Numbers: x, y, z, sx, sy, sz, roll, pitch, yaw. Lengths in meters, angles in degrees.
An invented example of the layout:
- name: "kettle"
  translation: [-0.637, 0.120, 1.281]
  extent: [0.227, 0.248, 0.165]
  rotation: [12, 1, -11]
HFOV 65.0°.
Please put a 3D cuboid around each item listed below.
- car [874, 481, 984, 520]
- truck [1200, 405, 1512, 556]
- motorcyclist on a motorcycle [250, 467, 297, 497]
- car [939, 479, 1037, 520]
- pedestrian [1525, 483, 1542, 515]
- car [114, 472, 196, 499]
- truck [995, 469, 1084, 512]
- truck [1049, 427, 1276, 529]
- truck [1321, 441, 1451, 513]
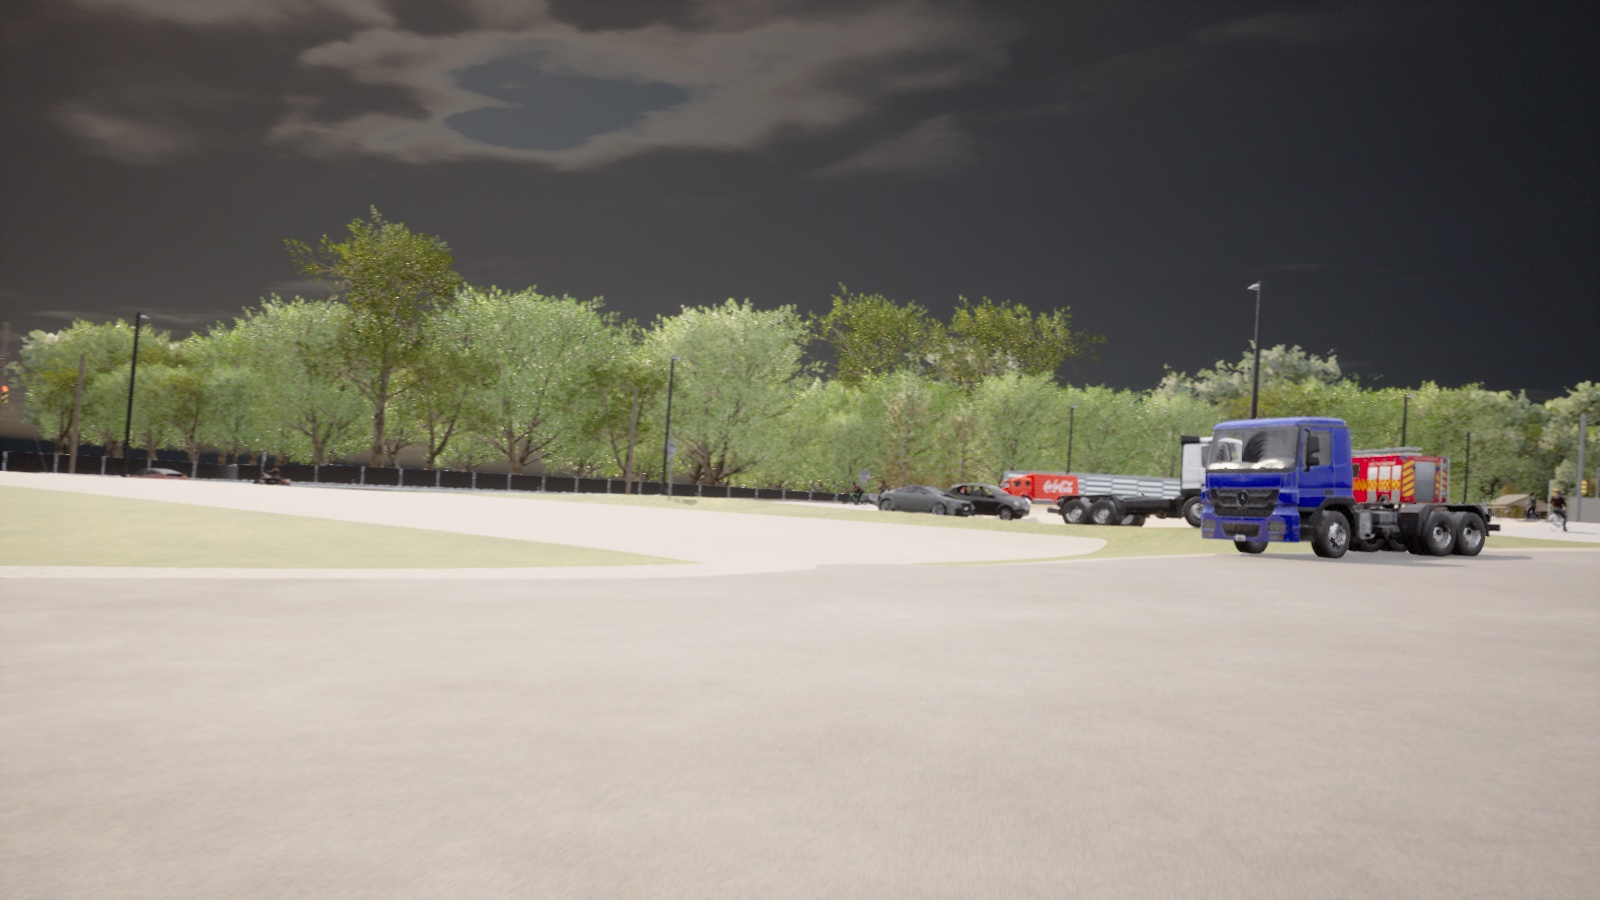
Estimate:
- name: "car"
  translation: [5.526, 2.154, 54.008]
  extent: [4.181, 1.385, 1.994]
  rotation: [2, -3, 39]
- name: "truck"
  translation: [14.151, 0.814, 31.830]
  extent: [7.936, 3.462, 2.891]
  rotation: [1, -2, -27]
- name: "motorcyclist on a motorcycle"
  translation: [-29.481, 1.814, 70.354]
  extent: [2.350, 1.649, 0.766]
  rotation: [0, -3, 12]
- name: "car"
  translation: [8.500, 2.201, 56.852]
  extent: [3.988, 1.617, 1.851]
  rotation: [1, 2, 28]
- name: "pedestrian"
  translation: [45.826, 3.070, 78.424]
  extent: [0.788, 1.949, 0.423]
  rotation: [2, -3, 43]
- name: "car"
  translation: [-37.846, 2.079, 73.648]
  extent: [4.514, 1.525, 2.007]
  rotation: [-1, -4, 28]
- name: "truck"
  translation: [16.077, 2.756, 84.352]
  extent: [5.204, 2.467, 2.627]
  rotation: [3, -9, -20]
- name: "truck"
  translation: [13.861, 1.223, 48.543]
  extent: [7.936, 3.462, 2.891]
  rotation: [-4, -7, 41]
- name: "truck"
  translation: [33.979, 1.653, 73.216]
  extent: [2.891, 3.827, 8.468]
  rotation: [3, -3, -6]
